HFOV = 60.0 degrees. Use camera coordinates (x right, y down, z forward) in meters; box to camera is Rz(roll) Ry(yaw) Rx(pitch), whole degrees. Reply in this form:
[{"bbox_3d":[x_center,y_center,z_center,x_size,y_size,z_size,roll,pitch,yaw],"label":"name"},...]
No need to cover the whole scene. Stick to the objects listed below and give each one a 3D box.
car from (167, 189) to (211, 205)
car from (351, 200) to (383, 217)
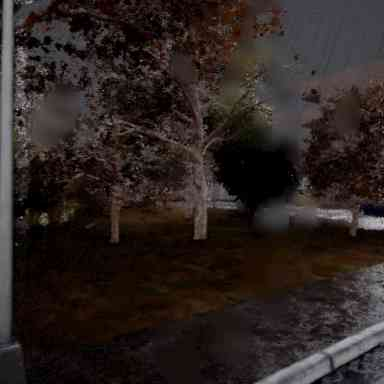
[{"bbox_3d":[-0.441,0.462,32.064,4.902,1.511,2.128,3,1,32],"label":"car"},{"bbox_3d":[13.673,1.230,23.244,1.895,1.301,4.718,1,1,-25],"label":"car"}]
